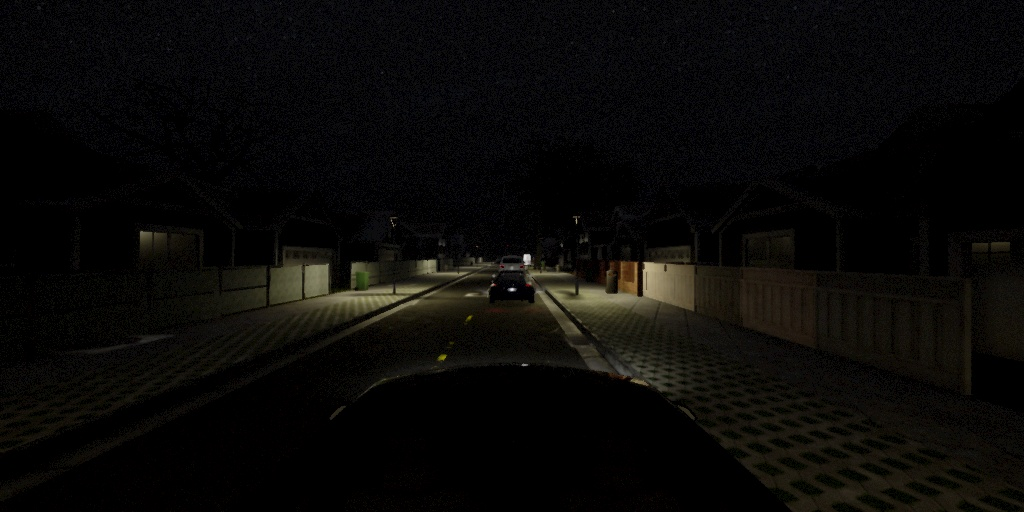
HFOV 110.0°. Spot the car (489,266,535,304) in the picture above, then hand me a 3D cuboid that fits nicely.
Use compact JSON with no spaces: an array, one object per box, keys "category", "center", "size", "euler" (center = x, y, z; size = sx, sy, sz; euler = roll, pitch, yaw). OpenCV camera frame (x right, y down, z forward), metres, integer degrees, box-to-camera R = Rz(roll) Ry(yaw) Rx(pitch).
[{"category":"car","center":[0.000,1.328,16.468],"size":[1.994,1.385,4.181],"euler":[0,0,0]}]

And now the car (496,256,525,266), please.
[{"category":"car","center":[0.000,1.022,31.500],"size":[2.150,2.045,5.566],"euler":[0,0,0]}]
